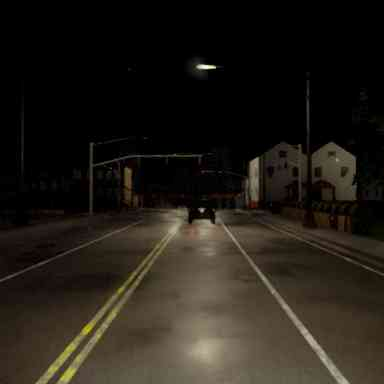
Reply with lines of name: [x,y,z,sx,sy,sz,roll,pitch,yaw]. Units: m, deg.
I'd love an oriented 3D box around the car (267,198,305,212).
car: [13.808,1.843,48.341,5.566,2.045,2.150,0,-1,1]

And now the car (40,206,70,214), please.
car: [-18.801,2.598,45.044,4.181,1.385,1.994,-4,-1,1]

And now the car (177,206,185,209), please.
car: [-1.859,3.403,64.362,1.812,1.442,4.674,0,-9,2]

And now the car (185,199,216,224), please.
car: [0.817,1.575,28.024,2.150,2.045,5.566,0,-1,2]
